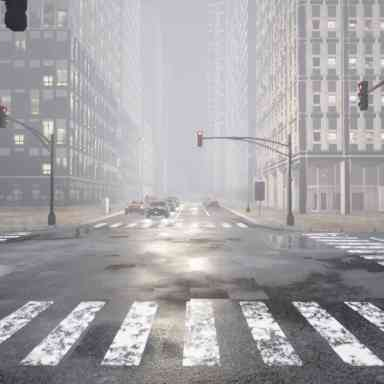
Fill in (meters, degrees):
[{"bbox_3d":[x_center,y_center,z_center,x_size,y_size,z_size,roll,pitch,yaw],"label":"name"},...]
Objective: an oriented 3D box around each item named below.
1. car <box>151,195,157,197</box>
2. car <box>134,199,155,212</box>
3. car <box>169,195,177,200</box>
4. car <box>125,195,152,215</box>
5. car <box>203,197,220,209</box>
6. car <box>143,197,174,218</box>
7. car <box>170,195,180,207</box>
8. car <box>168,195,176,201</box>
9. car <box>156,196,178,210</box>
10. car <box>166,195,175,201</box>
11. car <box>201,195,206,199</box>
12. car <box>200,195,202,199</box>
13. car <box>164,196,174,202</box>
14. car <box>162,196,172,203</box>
[{"bbox_3d":[-5.520,1.332,44.964,2.192,1.841,5.009,1,0,0],"label":"car"},{"bbox_3d":[-5.544,1.597,39.389,1.802,1.307,4.206,1,0,0],"label":"car"},{"bbox_3d":[-5.356,1.604,95.141,1.947,1.339,4.313,1,0,0],"label":"car"},{"bbox_3d":[-5.560,1.453,33.814,1.967,1.590,4.097,1,0,0],"label":"car"},{"bbox_3d":[2.855,1.599,44.998,1.802,1.307,4.206,1,0,0],"label":"car"},{"bbox_3d":[-2.997,1.516,30.353,1.837,1.490,4.892,0,0,0],"label":"car"},{"bbox_3d":[-2.925,1.371,49.877,2.097,1.767,4.553,0,0,0],"label":"car"},{"bbox_3d":[-5.374,1.587,89.565,2.008,1.369,4.403,1,0,0],"label":"car"},{"bbox_3d":[-2.965,1.520,39.803,1.837,1.490,4.892,0,0,0],"label":"car"},{"bbox_3d":[-5.393,1.578,83.990,1.887,1.381,4.507,1,0,0],"label":"car"},{"bbox_3d":[2.895,1.547,56.324,1.752,1.417,4.829,1,0,0],"label":"car"},{"bbox_3d":[2.912,1.590,61.731,1.947,1.339,4.313,1,0,0],"label":"car"},{"bbox_3d":[-5.411,1.581,78.415,2.008,1.369,4.403,1,0,0],"label":"car"},{"bbox_3d":[-5.430,1.573,72.840,1.887,1.381,4.507,1,0,0],"label":"car"}]
